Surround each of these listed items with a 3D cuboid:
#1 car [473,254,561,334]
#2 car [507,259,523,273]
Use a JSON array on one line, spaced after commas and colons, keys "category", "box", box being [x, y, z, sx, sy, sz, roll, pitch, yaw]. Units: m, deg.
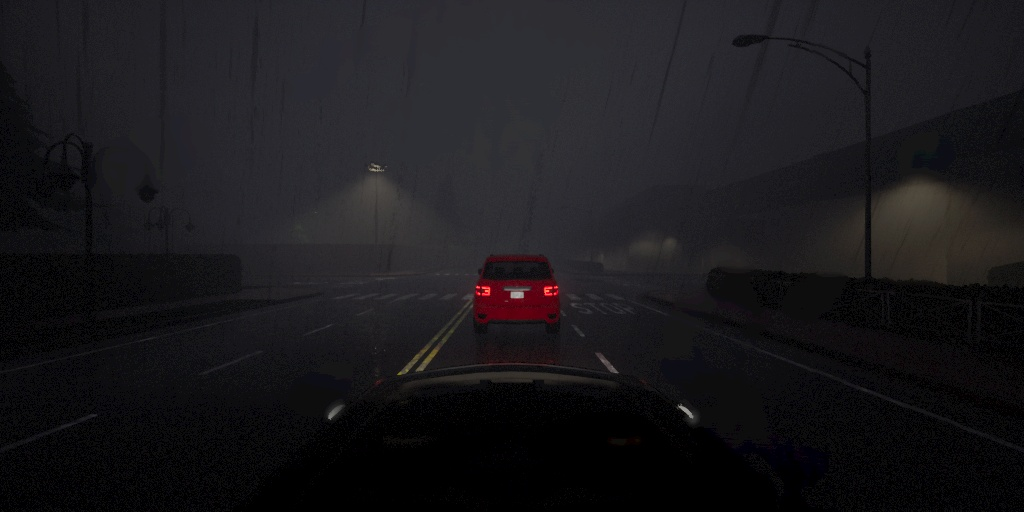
[{"category": "car", "box": [0.123, 0.971, 10.771, 2.150, 2.045, 5.566, 0, 0, 0]}, {"category": "car", "box": [0.362, 1.228, 45.623, 1.882, 1.535, 5.008, 0, 0, 1]}]
